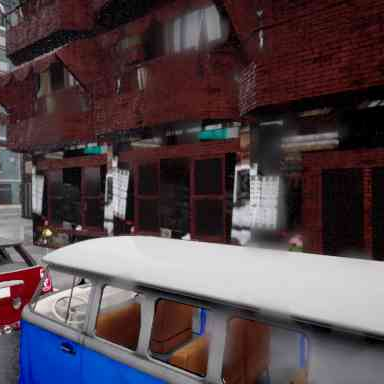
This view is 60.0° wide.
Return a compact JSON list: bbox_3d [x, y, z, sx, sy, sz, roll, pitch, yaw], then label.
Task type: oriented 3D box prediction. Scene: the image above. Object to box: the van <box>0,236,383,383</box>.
[{"bbox_3d":[0.266,1.341,2.543,3.998,1.788,1.690,0,-1,35],"label":"van"}]
